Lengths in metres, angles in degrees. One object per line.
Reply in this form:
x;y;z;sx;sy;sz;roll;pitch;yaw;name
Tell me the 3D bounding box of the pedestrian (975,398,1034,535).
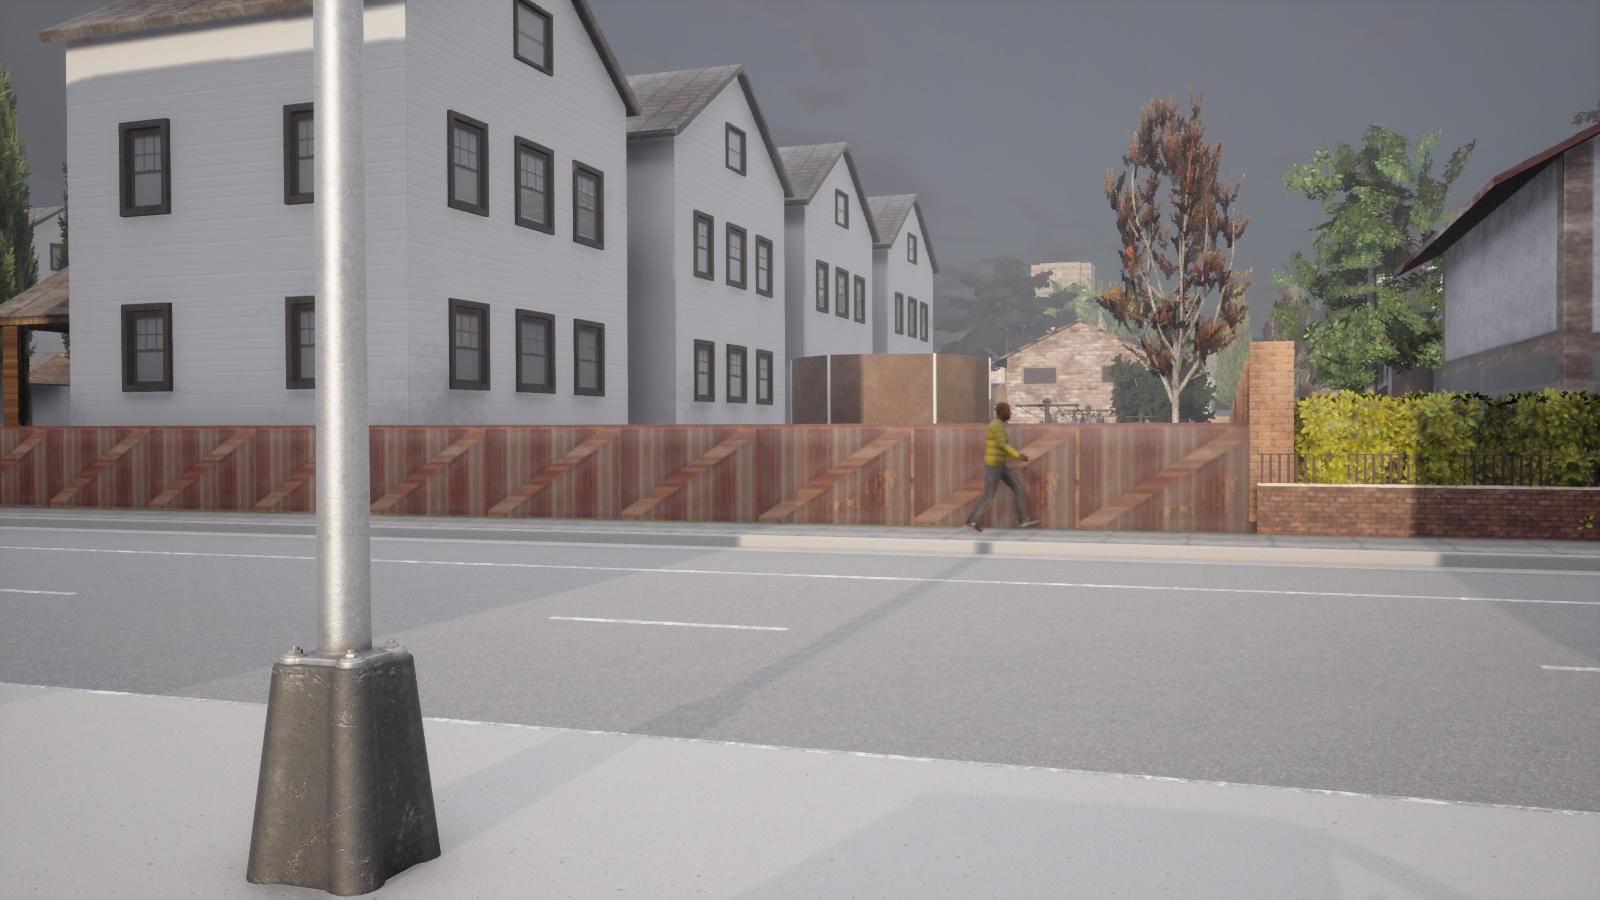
2.787;0.218;17.133;0.726;1.835;0.370;1;1;19;pedestrian
